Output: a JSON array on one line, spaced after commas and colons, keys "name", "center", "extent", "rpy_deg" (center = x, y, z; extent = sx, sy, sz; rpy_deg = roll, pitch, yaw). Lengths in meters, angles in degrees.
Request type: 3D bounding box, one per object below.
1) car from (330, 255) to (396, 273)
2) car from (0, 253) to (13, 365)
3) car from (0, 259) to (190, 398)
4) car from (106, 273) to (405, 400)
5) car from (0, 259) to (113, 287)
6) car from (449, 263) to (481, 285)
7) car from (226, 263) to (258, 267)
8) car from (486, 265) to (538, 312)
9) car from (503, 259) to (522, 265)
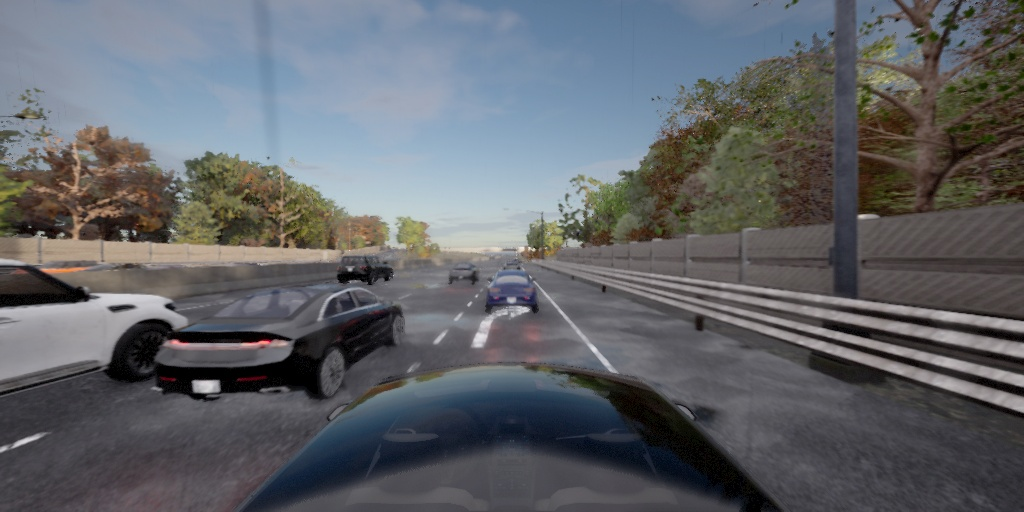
[{"name": "car", "center": [-10.405, 0.959, 25.729], "extent": [2.150, 2.045, 5.566], "rpy_deg": [0, 0, 0]}, {"name": "car", "center": [-10.404, 0.970, 3.916], "extent": [2.150, 2.045, 5.566], "rpy_deg": [0, 0, 0]}, {"name": "car", "center": [-6.901, 0.970, 4.027], "extent": [2.150, 2.045, 5.566], "rpy_deg": [0, 0, 0]}, {"name": "car", "center": [-3.401, 1.238, 6.415], "extent": [2.128, 1.511, 4.902], "rpy_deg": [0, 0, 0]}, {"name": "car", "center": [-31.589, 1.090, 25.146], "extent": [2.097, 1.767, 4.553], "rpy_deg": [0, 0, 0]}, {"name": "car", "center": [-3.404, 1.229, 26.255], "extent": [2.128, 1.511, 4.902], "rpy_deg": [0, 0, 0]}, {"name": "car", "center": [-21.093, 1.286, 27.998], "extent": [2.033, 1.411, 5.357], "rpy_deg": [0, 0, 0]}, {"name": "car", "center": [-0.004, 1.266, 13.973], "extent": [1.812, 1.442, 4.674], "rpy_deg": [0, 0, 0]}, {"name": "car", "center": [-0.006, 1.238, 39.939], "extent": [2.128, 1.511, 4.902], "rpy_deg": [0, 0, 0]}]
